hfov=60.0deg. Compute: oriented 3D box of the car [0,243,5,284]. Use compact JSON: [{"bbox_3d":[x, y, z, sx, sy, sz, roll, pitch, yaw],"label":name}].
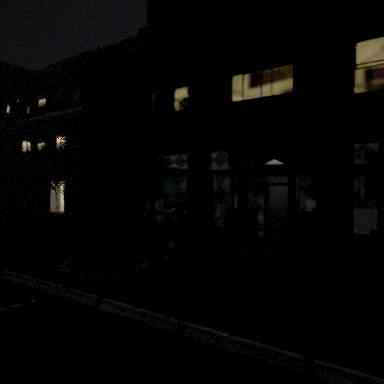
[{"bbox_3d":[-5.999,1.263,7.153,5.009,1.841,2.192,0,1,36],"label":"car"}]
